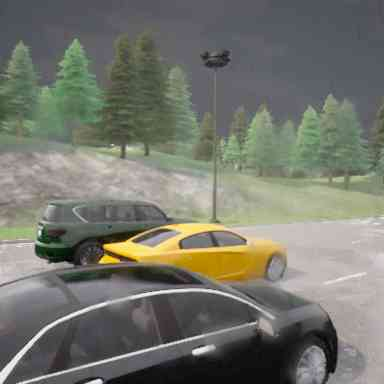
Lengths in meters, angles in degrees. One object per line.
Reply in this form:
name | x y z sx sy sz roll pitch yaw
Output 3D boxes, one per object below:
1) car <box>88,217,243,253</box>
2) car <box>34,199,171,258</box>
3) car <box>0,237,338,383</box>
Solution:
car | 0.282 1.523 8.246 5.008 1.535 1.882 1 0 -36
car | -2.080 1.263 10.862 5.566 2.045 2.150 1 0 -35
car | -0.444 1.519 3.430 4.892 1.490 1.837 1 0 -36
